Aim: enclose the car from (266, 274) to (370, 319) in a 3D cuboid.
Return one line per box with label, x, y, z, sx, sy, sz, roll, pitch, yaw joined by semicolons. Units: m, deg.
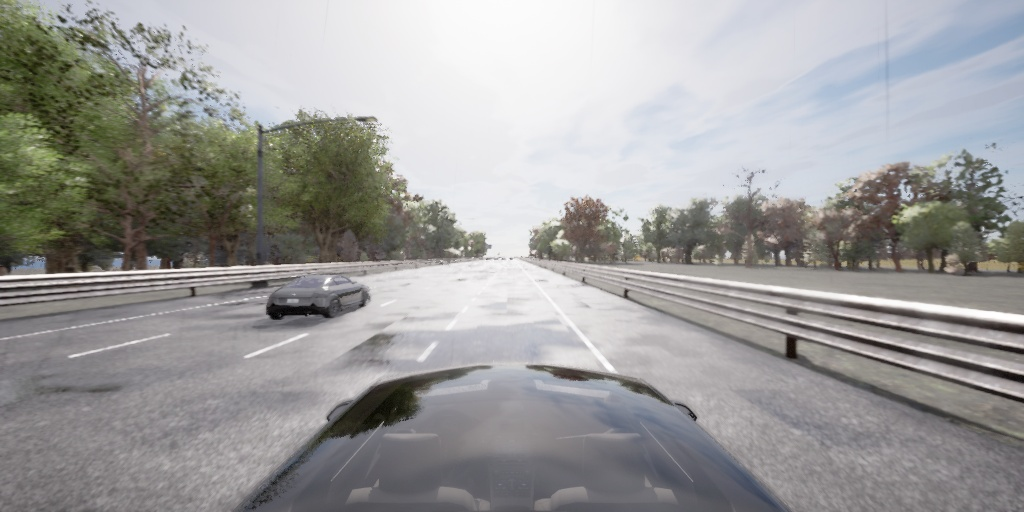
car;-6.669;1.326;12.824;1.994;1.385;4.181;0;0;-2
